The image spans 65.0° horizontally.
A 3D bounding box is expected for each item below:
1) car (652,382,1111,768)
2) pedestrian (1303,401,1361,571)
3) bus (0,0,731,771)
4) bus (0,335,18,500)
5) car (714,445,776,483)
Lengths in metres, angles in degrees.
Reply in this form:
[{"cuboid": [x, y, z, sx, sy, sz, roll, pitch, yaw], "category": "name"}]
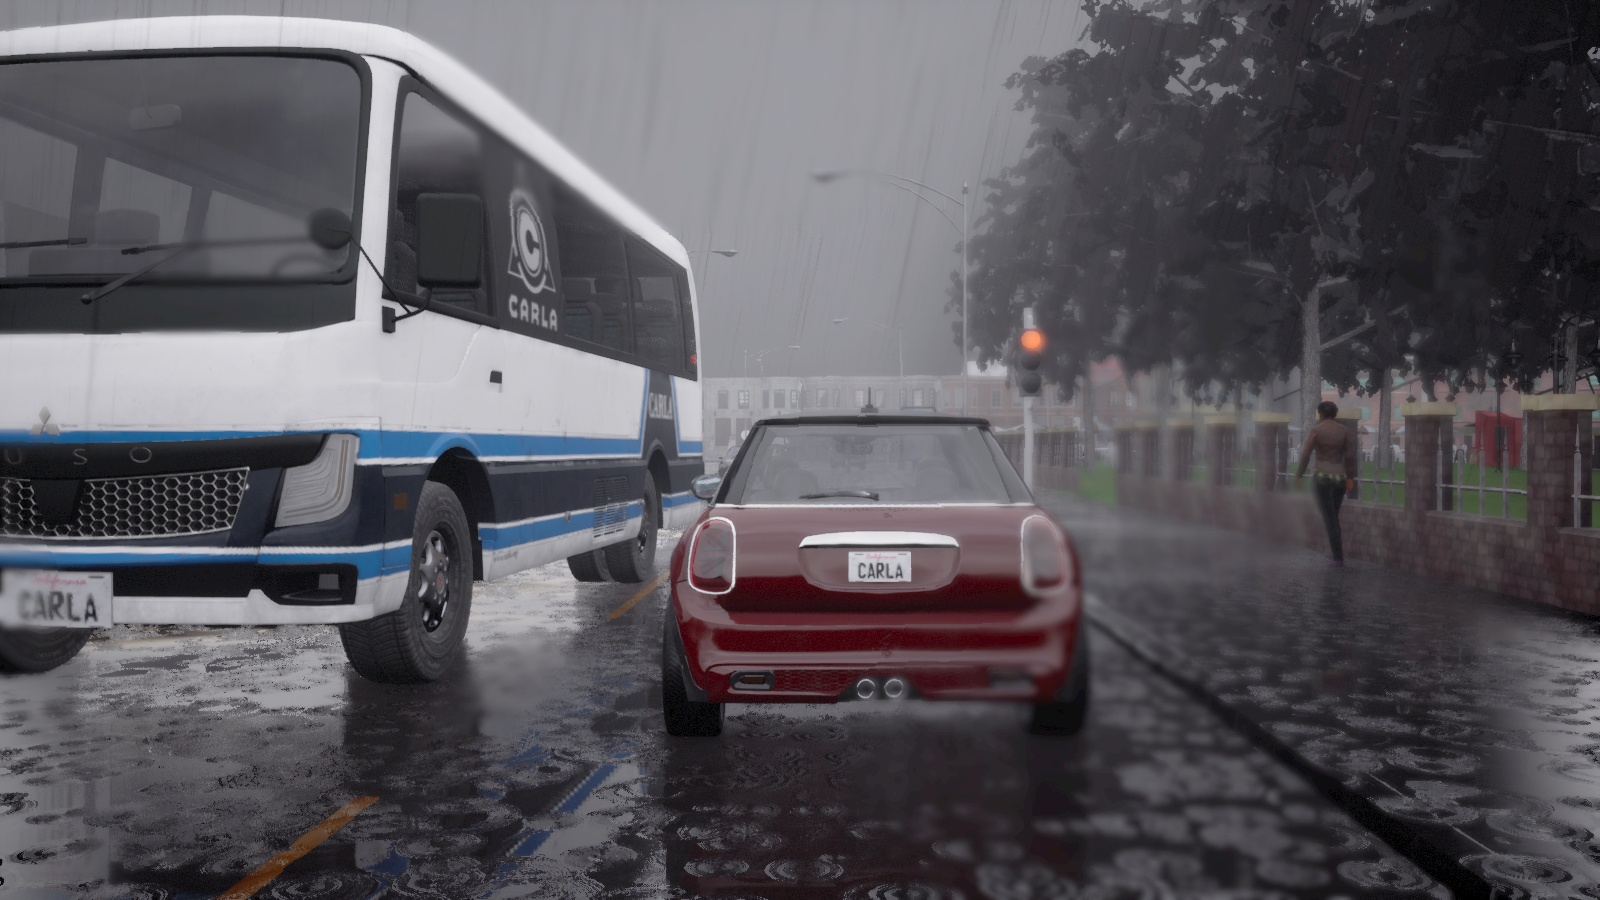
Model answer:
[{"cuboid": [0.361, 0.560, 8.016, 2.097, 1.767, 4.553, 0, 0, 0], "category": "car"}, {"cuboid": [5.835, 0.383, 13.804, 0.328, 1.805, 0.869, 0, 0, 5], "category": "pedestrian"}, {"cuboid": [-3.405, -0.694, 10.962, 3.944, 4.253, 10.273, 0, 0, 6], "category": "bus"}, {"cuboid": [-25.731, -0.826, 31.129, 10.273, 4.253, 3.944, 0, 0, 1], "category": "bus"}, {"cuboid": [-2.120, 0.509, 50.148, 2.033, 1.411, 5.357, 0, 0, 2], "category": "car"}]
